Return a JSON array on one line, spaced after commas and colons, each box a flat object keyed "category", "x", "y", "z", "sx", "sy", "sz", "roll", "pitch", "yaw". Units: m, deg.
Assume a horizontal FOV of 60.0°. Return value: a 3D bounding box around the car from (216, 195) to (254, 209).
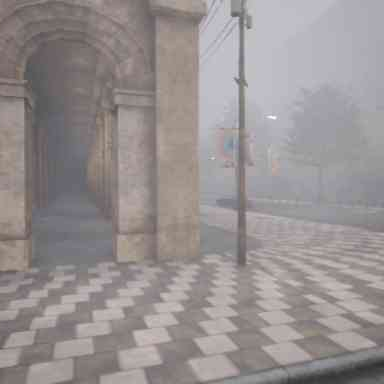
[{"category": "car", "x": 4.035, "y": 0.934, "z": 31.858, "sx": 1.895, "sy": 1.301, "sz": 4.718, "roll": -1, "pitch": 1, "yaw": -19}]
